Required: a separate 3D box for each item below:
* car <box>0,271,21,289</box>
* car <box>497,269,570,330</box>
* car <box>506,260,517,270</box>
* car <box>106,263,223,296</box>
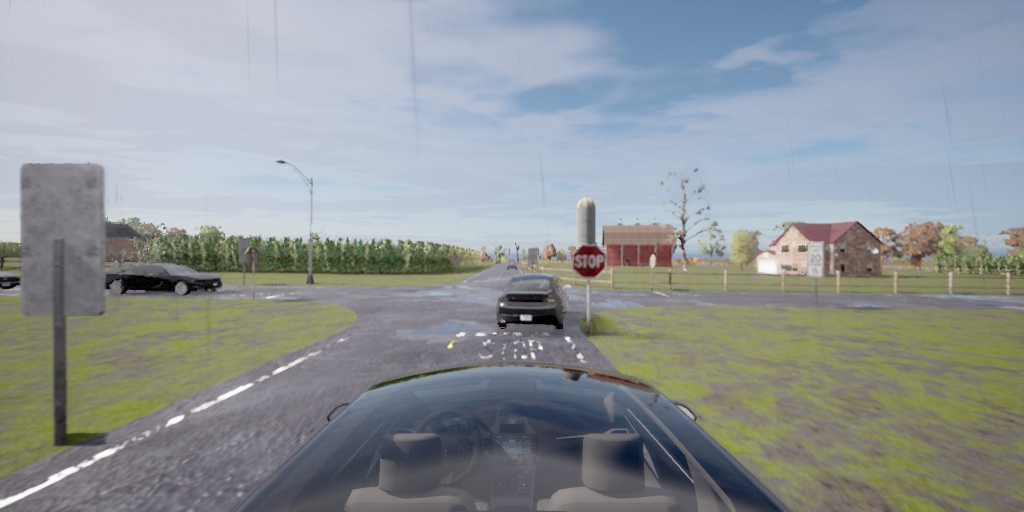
[{"bbox_3d":[-28.130,1.029,18.058,5.357,1.411,2.033,1,0,0],"label":"car"},{"bbox_3d":[0.792,1.321,11.487,1.837,1.490,4.892,-1,0,10],"label":"car"},{"bbox_3d":[-0.007,1.762,65.108,2.033,1.411,5.357,0,0,0],"label":"car"},{"bbox_3d":[-17.466,1.118,18.094,5.008,1.535,1.882,1,0,0],"label":"car"}]
